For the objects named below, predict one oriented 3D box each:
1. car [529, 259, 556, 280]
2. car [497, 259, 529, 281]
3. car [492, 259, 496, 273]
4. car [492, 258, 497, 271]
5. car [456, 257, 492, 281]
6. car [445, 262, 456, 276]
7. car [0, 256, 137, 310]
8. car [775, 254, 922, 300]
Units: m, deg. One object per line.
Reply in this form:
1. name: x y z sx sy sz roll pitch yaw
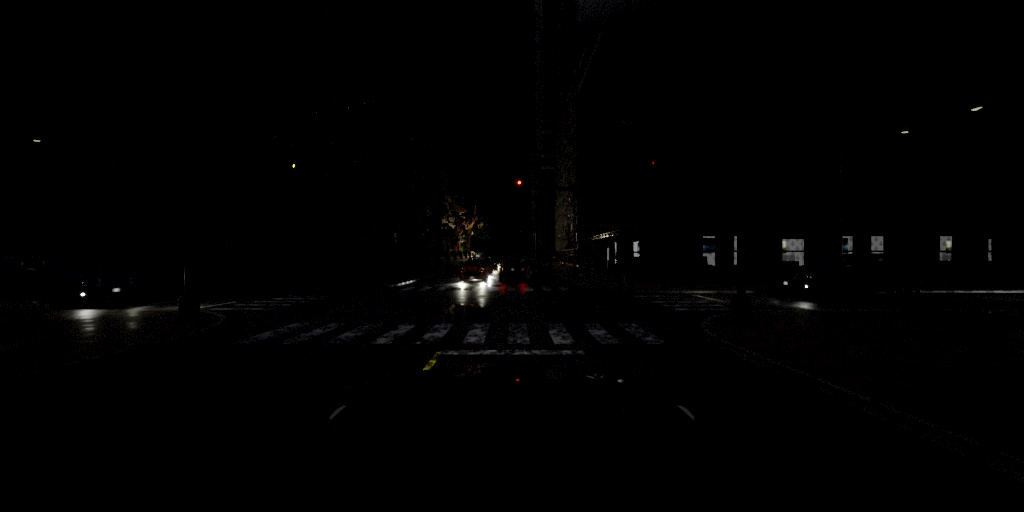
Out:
1. car: 2.678 1.191 30.861 1.967 1.591 4.097 0 0 0
2. car: 0.041 1.103 30.258 2.097 1.767 4.553 0 0 0
3. car: -3.115 1.353 39.822 1.895 1.301 4.718 0 0 0
4. car: -3.109 1.104 49.798 2.097 1.767 4.553 0 0 0
5. car: -3.112 1.104 30.034 2.097 1.767 4.553 0 0 0
6. car: -5.706 1.297 36.535 1.888 1.381 4.507 0 0 0
7. car: -18.583 1.016 14.398 5.566 2.045 2.150 0 0 1
8. car: 15.706 0.926 16.895 5.566 2.045 2.150 0 0 1
